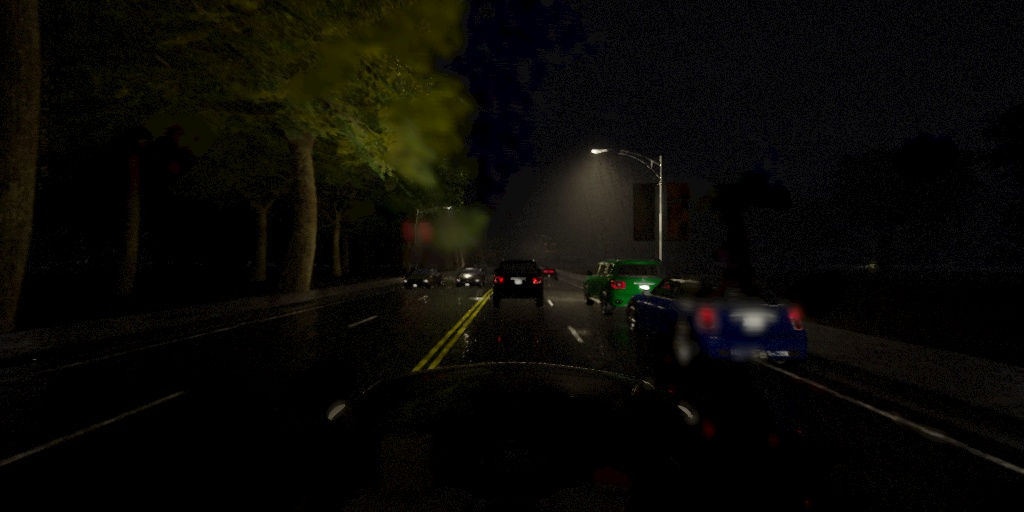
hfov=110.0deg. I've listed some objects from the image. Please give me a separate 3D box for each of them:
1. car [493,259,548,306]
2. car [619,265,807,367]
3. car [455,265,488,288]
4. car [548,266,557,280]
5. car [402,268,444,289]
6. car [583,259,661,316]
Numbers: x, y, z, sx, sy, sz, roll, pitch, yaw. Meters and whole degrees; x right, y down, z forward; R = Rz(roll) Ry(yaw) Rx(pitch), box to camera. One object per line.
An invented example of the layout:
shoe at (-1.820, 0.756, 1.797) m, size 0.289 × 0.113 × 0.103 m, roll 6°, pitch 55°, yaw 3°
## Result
car at (0.292, 1.174, 17.201) m, size 2.150 × 2.045 × 5.566 m, roll 0°, pitch 0°, yaw 1°
car at (4.286, 1.212, 8.418) m, size 2.097 × 1.767 × 4.553 m, roll 0°, pitch -1°, yaw 1°
car at (-3.014, 1.616, 27.248) m, size 2.033 × 1.411 × 5.357 m, roll 0°, pitch -1°, yaw 1°
car at (3.809, 1.784, 38.721) m, size 1.837 × 1.490 × 4.892 m, roll 0°, pitch -1°, yaw 1°
car at (-6.280, 1.579, 26.032) m, size 2.033 × 1.411 × 5.357 m, roll 0°, pitch -1°, yaw 1°
car at (4.377, 1.164, 14.479) m, size 2.150 × 2.045 × 5.566 m, roll 0°, pitch -1°, yaw 1°
